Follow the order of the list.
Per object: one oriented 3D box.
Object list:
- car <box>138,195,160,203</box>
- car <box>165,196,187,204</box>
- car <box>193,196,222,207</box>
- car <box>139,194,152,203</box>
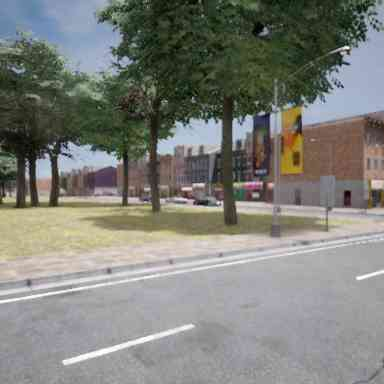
[{"bbox_3d":[-8.734,1.318,66.637,2.033,1.411,5.357,0,0,-35],"label":"car"},{"bbox_3d":[-2.863,1.405,58.485,1.895,1.301,4.718,0,0,-35],"label":"car"},{"bbox_3d":[2.148,1.352,46.458,2.128,1.511,4.902,0,0,-35],"label":"car"},{"bbox_3d":[-7.588,1.191,60.290,1.837,1.490,4.892,0,0,-35],"label":"car"}]
